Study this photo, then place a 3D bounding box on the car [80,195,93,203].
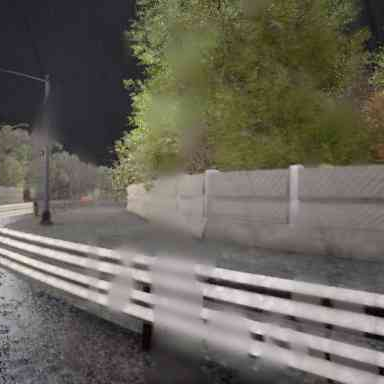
[{"bbox_3d":[-23.312,1.519,73.779,2.097,1.767,4.553,0,0,-8],"label":"car"}]
